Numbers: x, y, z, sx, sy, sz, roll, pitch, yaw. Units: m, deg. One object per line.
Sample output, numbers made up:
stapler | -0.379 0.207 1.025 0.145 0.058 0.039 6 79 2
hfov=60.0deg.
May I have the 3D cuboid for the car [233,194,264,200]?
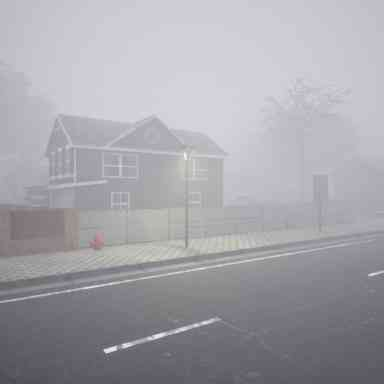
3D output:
car | 7.347 1.270 42.081 2.150 2.045 5.566 0 0 -35
